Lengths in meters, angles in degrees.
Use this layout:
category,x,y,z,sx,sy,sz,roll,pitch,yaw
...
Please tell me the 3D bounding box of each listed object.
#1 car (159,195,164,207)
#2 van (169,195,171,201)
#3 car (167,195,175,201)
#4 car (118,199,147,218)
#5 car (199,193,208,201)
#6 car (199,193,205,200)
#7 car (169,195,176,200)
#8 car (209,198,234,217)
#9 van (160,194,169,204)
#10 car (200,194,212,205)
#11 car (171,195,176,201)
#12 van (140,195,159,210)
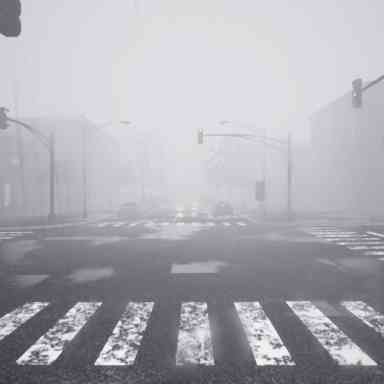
category,x,y,z,sx,sy,sz,roll,pitch,yaw
car,-5.519,1.533,47.031,1.887,1.381,4.507,0,0,0
van,-5.459,1.325,63.669,1.690,1.788,3.998,0,0,0
car,-5.375,1.521,85.854,1.887,1.381,4.507,0,0,0
car,-5.580,1.575,30.392,1.802,1.307,4.206,0,0,0
car,3.003,1.292,85.823,2.192,1.841,5.009,-1,0,0
car,2.964,1.546,74.730,1.947,1.339,4.313,-1,0,0
car,-5.355,1.557,91.400,1.802,1.307,4.206,0,0,0
car,2.800,1.518,30.530,1.752,1.417,4.829,-1,0,0
van,-5.480,1.326,58.123,1.690,1.788,3.998,0,0,0
car,2.903,1.536,58.092,2.008,1.369,4.403,-1,0,0
car,-5.396,1.544,80.308,1.947,1.339,4.313,0,0,0
van,-5.541,1.331,41.484,1.690,1.788,3.998,0,0,0
